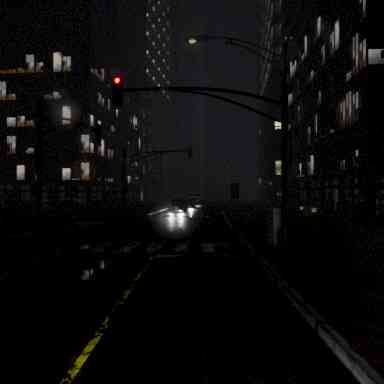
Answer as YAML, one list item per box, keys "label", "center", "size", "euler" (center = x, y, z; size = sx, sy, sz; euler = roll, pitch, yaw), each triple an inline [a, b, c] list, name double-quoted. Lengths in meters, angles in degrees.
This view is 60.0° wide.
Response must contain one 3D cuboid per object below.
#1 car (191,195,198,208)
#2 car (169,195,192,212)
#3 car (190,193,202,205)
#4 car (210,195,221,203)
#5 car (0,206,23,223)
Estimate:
- label: "car"
  center: [-0.668, 1.558, 48.369]
  size: [1.895, 1.301, 4.718]
  euler: [0, 0, 6]
- label: "car"
  center: [-1.530, 1.464, 38.530]
  size: [2.128, 1.511, 4.902]
  euler: [0, 0, 5]
- label: "car"
  center: [0.514, 1.158, 59.020]
  size: [2.150, 2.045, 5.566]
  euler: [0, 0, 7]
- label: "car"
  center: [4.798, 1.390, 67.388]
  size: [1.882, 1.535, 5.008]
  euler: [0, 0, 8]
- label: "car"
  center: [-16.549, 1.854, 27.985]
  size: [4.403, 1.369, 2.008]
  euler: [-1, 1, 10]
